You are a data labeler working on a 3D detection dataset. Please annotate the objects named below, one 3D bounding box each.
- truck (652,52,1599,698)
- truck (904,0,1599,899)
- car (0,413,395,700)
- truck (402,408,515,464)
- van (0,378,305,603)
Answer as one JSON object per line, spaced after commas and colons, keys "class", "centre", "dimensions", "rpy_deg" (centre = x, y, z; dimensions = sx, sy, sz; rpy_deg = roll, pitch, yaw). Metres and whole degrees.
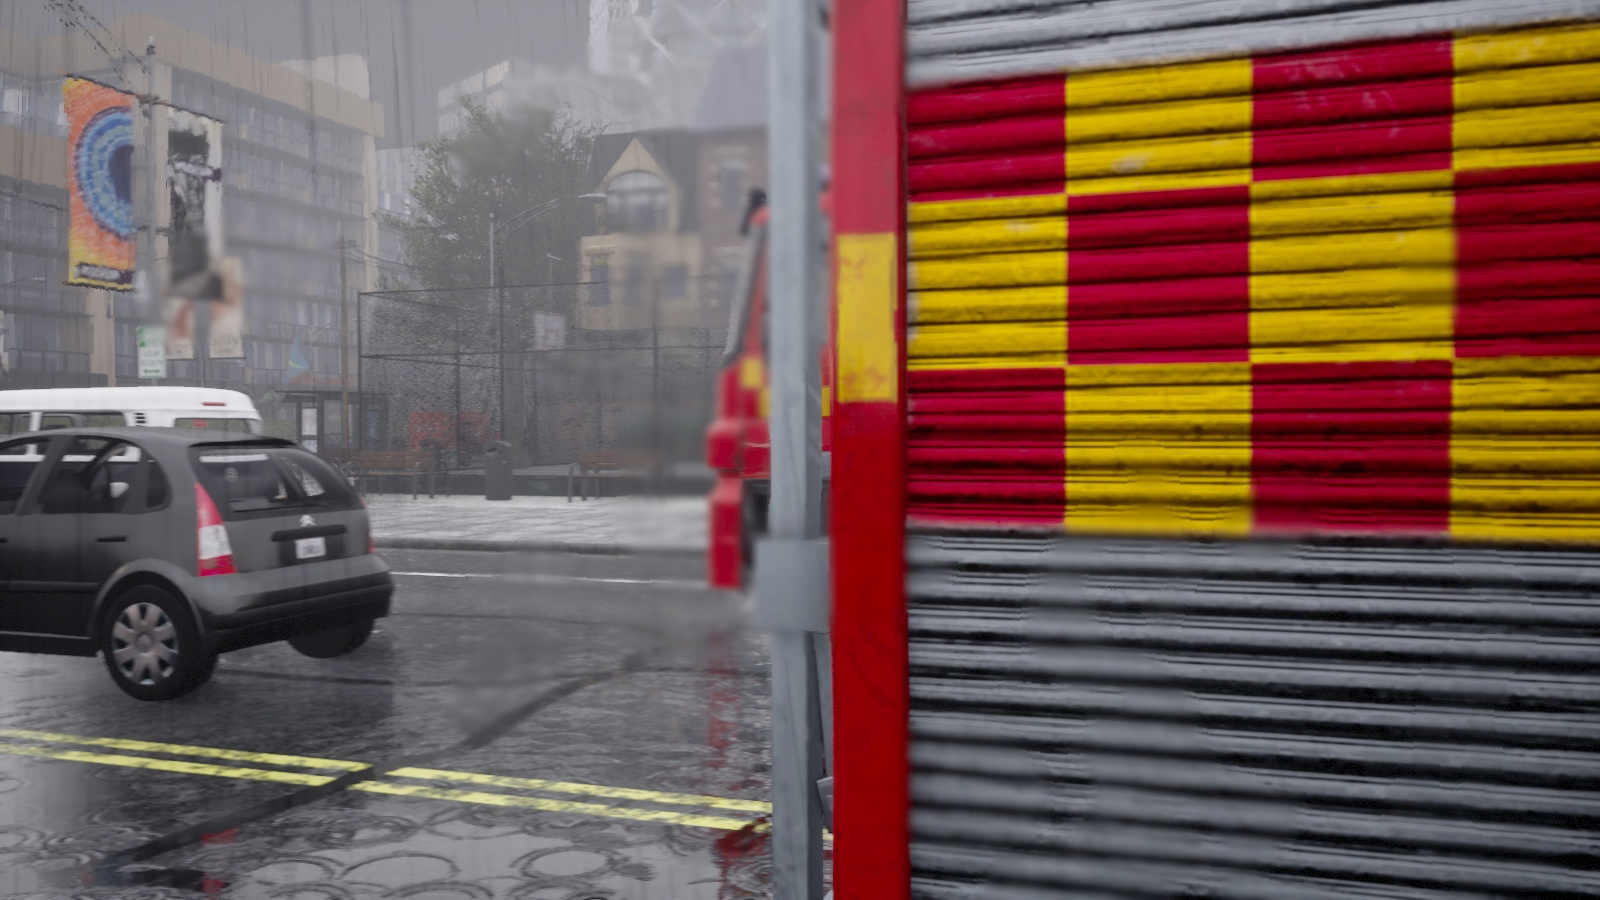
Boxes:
{"class": "truck", "centre": [3.365, -0.476, 9.429], "dimensions": [8.468, 3.827, 2.891], "rpy_deg": [1, 1, 19]}
{"class": "truck", "centre": [4.612, -0.347, 1.624], "dimensions": [8.468, 3.827, 2.891], "rpy_deg": [1, 1, 19]}
{"class": "car", "centre": [-5.028, 0.568, 8.576], "dimensions": [3.988, 1.617, 1.851], "rpy_deg": [1, 1, 19]}
{"class": "truck", "centre": [-15.742, -0.653, 58.289], "dimensions": [2.627, 2.467, 5.204], "rpy_deg": [1, 1, 18]}
{"class": "van", "centre": [-7.705, 0.315, 13.090], "dimensions": [4.480, 2.038, 2.069], "rpy_deg": [1, 1, 20]}
